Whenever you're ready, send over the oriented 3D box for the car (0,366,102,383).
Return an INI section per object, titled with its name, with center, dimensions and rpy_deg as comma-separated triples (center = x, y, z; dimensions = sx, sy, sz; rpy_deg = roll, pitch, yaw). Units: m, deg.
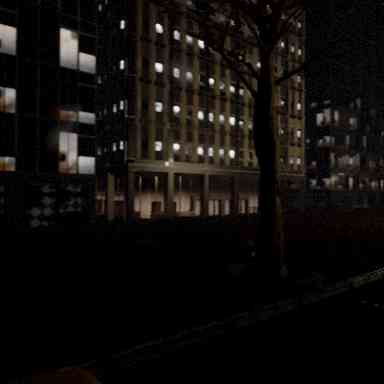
[car]
center = -2.305, 1.505, 0.811
dimensions = 4.829, 1.417, 1.752
rpy_deg = 0, 0, -38
